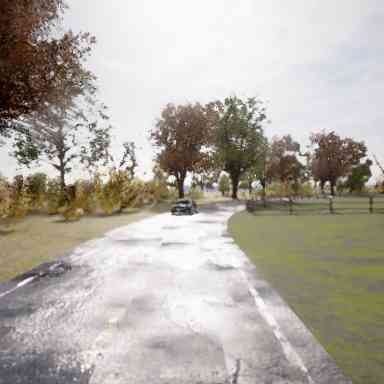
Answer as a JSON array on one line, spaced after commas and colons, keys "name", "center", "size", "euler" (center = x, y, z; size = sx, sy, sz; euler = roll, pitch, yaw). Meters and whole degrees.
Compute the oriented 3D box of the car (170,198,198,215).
[{"name": "car", "center": [-0.711, 1.379, 32.105], "size": [1.837, 1.490, 4.892], "euler": [0, 0, 12]}]
